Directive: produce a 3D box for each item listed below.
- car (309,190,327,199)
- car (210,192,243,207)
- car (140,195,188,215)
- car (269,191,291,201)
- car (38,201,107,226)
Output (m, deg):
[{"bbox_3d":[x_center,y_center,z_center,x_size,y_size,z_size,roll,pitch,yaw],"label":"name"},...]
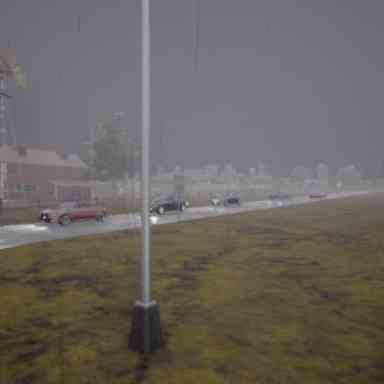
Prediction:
[{"bbox_3d":[21.127,0.398,55.718,1.994,1.385,4.181,1,2,36],"label":"car"},{"bbox_3d":[3.884,0.808,36.859,2.128,1.511,4.902,1,2,36],"label":"car"},{"bbox_3d":[-2.305,1.036,28.304,1.837,1.490,4.892,1,2,36],"label":"car"},{"bbox_3d":[13.098,0.591,49.478,1.895,1.301,4.718,1,2,36],"label":"car"},{"bbox_3d":[-7.506,1.272,21.141,1.994,1.385,4.181,1,2,36],"label":"car"}]
